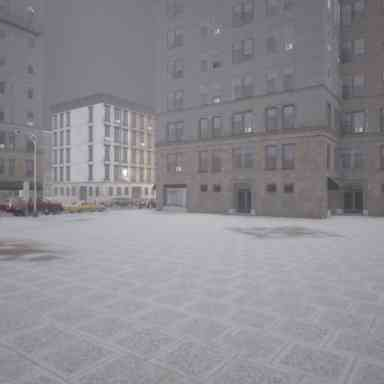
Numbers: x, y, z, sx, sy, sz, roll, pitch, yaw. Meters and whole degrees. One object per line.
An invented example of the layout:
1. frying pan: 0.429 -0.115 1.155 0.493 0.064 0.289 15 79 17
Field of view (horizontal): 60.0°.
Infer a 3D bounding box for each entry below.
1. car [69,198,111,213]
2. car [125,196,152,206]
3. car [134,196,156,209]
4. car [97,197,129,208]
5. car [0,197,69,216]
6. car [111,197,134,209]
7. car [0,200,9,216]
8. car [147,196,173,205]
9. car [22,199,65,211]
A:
1. car: -11.479 1.554 36.007 1.752 1.417 4.829 0 0 36
2. car: -8.528 1.436 53.714 1.967 1.590 4.097 0 0 36
3. car: -5.218 1.472 44.620 1.967 1.590 4.097 0 0 36
4. car: -11.709 1.539 49.339 1.887 1.381 4.507 0 0 36
5. car: -14.759 1.342 31.493 2.192 1.841 5.009 0 0 36
6. car: -10.382 1.510 46.831 1.837 1.490 4.892 0 0 36
7. car: -17.941 1.577 27.118 2.008 1.369 4.403 0 0 36
8. car: -5.448 1.523 57.952 1.752 1.417 4.829 0 0 36
9. car: -18.070 1.542 40.588 2.008 1.369 4.403 0 0 36
